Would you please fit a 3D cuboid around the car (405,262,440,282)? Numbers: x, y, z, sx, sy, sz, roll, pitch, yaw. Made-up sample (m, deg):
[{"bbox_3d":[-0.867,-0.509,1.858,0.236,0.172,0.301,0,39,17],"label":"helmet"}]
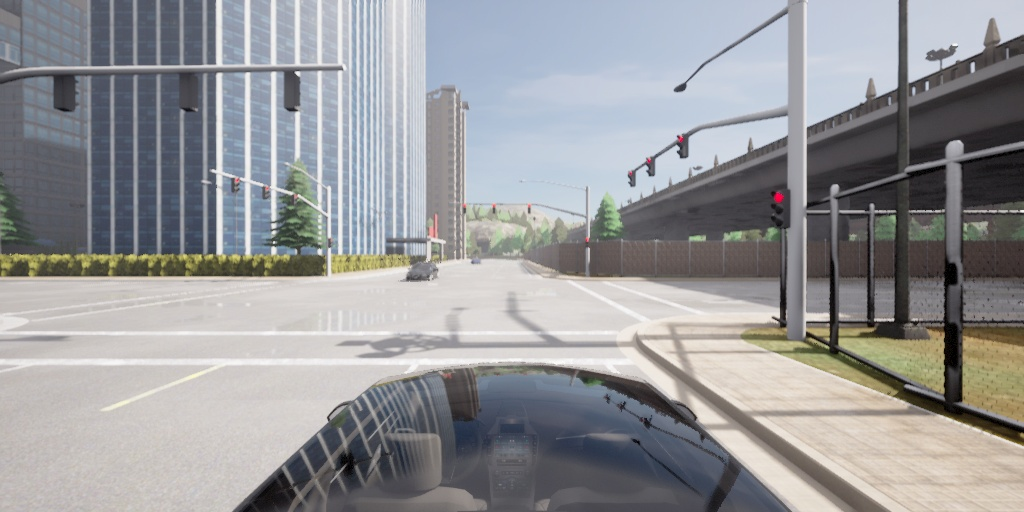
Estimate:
[{"bbox_3d":[-7.002,1.265,28.488,1.837,1.490,4.892,0,1,0],"label":"car"}]
